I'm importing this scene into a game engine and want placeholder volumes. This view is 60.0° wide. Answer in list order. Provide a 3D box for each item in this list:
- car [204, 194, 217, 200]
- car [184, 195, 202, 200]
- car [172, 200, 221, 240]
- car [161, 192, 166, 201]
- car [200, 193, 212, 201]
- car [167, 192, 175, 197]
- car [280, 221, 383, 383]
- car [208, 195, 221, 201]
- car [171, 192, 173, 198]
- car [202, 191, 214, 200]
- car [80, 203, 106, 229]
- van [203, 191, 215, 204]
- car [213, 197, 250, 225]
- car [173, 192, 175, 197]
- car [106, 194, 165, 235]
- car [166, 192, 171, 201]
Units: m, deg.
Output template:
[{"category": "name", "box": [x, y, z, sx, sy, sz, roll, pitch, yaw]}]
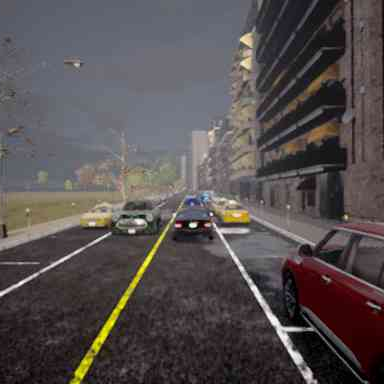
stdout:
[{"category": "car", "box": [2.517, 1.149, 32.233, 2.008, 1.369, 4.403, 0, 1, 0]}, {"category": "car", "box": [0.021, 1.075, 38.778, 1.812, 1.442, 4.674, -1, 1, 0]}, {"category": "car", "box": [0.042, 1.361, 15.940, 2.033, 1.411, 5.357, -1, 1, 0]}, {"category": "car", "box": [-5.397, 1.046, 48.598, 2.008, 1.369, 4.403, 0, 1, 0]}, {"category": "car", "box": [2.458, 0.840, 60.537, 1.947, 1.339, 4.313, 0, 1, 0]}, {"category": "car", "box": [-5.479, 0.592, 88.173, 1.887, 1.381, 4.507, 0, 1, 0]}, {"category": "car", "box": [2.576, 1.240, 3.928, 2.192, 1.841, 5.009, 0, 1, 0]}, {"category": "car", "box": [2.529, 1.187, 26.743, 1.752, 1.417, 4.829, 0, 1, 0]}, {"category": "car", "box": [-5.432, 0.868, 65.559, 1.947, 1.339, 4.313, 0, 1, 0]}, {"category": "car", "box": [2.505, 0.973, 37.893, 1.967, 1.590, 4.097, 0, 1, 0]}, {"category": "car", "box": [-5.338, 1.347, 20.160, 1.752, 1.417, 4.829, 0, 1, 0]}, {"category": "van", "box": [2.482, 0.744, 49.213, 1.690, 1.788, 3.998, 0, 1, 0]}, {"category": "car", "box": [2.540, 1.252, 21.082, 1.752, 1.417, 4.829, 0, 1, 0]}, {"category": "car", "box": [-5.456, 0.615, 76.865, 1.967, 1.590, 4.097, 0, 1, 0]}, {"category": "car", "box": [-2.777, 1.177, 17.462, 2.097, 1.767, 4.553, -1, 1, 0]}, {"category": "car", "box": [-5.420, 0.806, 59.904, 1.967, 1.590, 4.097, 0, 1, 0]}]
